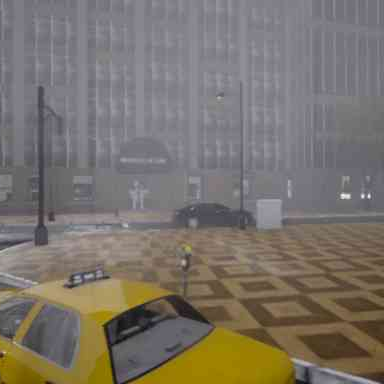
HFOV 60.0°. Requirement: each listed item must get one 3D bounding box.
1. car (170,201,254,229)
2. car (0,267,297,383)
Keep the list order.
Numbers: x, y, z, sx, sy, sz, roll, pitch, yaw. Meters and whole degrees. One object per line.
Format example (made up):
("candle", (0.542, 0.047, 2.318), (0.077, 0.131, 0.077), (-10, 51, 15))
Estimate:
("car", (1.190, 1.306, 19.381), (4.892, 1.490, 1.837), (0, 0, -14))
("car", (-1.332, 1.521, 3.677), (4.829, 1.417, 1.752), (0, 0, 36))
